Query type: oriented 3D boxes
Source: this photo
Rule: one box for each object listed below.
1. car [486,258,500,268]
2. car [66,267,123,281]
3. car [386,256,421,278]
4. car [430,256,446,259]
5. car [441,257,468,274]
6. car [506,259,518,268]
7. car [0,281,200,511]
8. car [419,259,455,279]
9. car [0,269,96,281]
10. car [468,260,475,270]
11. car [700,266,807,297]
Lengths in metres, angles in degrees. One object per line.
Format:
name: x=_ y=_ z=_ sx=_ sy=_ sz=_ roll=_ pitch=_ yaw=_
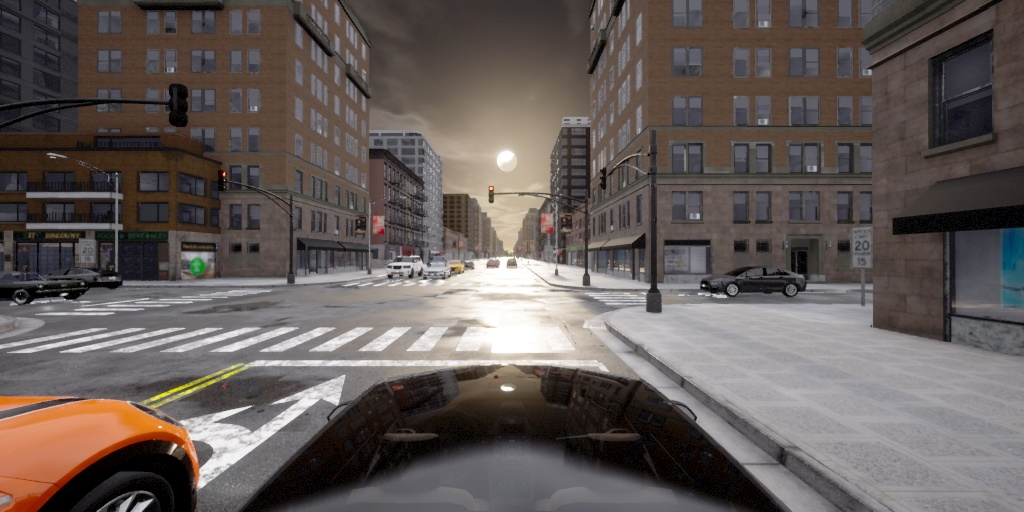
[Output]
car: x=-3.373 y=1.307 z=61.942 sx=1.994 sy=1.385 sz=4.181 roll=0 pitch=0 yaw=0
car: x=-25.412 y=1.331 z=20.948 sx=4.313 sy=1.339 sz=1.948 roll=0 pitch=0 yaw=0
car: x=-9.917 y=0.972 z=33.661 sx=2.150 sy=2.045 sz=5.566 roll=0 pitch=0 yaw=0
car: x=-9.941 y=0.970 z=48.091 sx=2.150 sy=2.045 sz=5.566 roll=0 pitch=0 yaw=0
car: x=-6.679 y=1.226 z=41.543 sx=1.882 sy=1.535 sz=5.008 roll=0 pitch=0 yaw=0
car: x=-0.024 y=1.248 z=63.081 sx=1.837 sy=1.490 sz=4.892 roll=0 pitch=0 yaw=0
car: x=-3.237 y=1.102 z=0.595 sx=2.097 sy=1.767 sz=4.553 roll=0 pitch=0 yaw=0
car: x=-6.662 y=1.276 z=32.272 sx=1.812 sy=1.442 sz=4.674 roll=0 pitch=0 yaw=0
car: x=-21.517 y=1.345 z=15.456 sx=4.718 sy=1.301 sz=1.895 roll=0 pitch=0 yaw=0
car: x=-6.691 y=1.310 z=53.302 sx=1.994 sy=1.385 sz=4.181 roll=0 pitch=0 yaw=0
car: x=12.423 y=1.295 z=18.634 sx=4.892 sy=1.490 sz=1.837 roll=0 pitch=0 yaw=1
